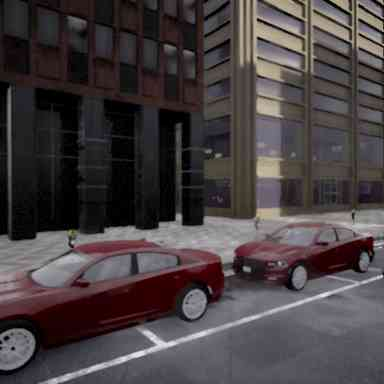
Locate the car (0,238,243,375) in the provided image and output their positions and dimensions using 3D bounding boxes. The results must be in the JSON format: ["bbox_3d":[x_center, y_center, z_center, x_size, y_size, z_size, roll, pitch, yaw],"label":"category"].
[{"bbox_3d":[-1.487,1.531,5.583,4.507,1.381,1.887,-1,1,-35],"label":"car"}]

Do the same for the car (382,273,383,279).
[{"bbox_3d":[6.846,1.474,8.258,5.357,1.411,2.033,0,0,-35],"label":"car"}]

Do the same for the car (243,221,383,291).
[{"bbox_3d":[3.075,1.491,8.835,4.507,1.381,1.887,-1,1,-35],"label":"car"}]
